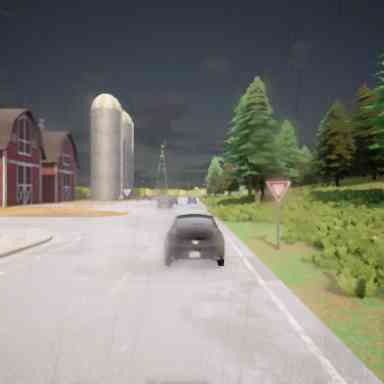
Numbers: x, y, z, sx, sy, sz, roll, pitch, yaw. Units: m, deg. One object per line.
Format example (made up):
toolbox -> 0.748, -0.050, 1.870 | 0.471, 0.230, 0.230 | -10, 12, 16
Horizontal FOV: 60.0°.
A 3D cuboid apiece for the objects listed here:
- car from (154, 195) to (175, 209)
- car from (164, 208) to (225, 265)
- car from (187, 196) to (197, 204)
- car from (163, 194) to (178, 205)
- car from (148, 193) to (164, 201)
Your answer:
car -> -3.591, 1.523, 44.513 | 1.812, 1.442, 4.674 | 0, 0, 0
car -> 0.087, 1.504, 11.652 | 1.837, 1.490, 4.892 | 0, 0, 0
car -> -0.005, 1.543, 63.971 | 2.033, 1.411, 5.357 | 0, 0, 0
car -> -3.536, 1.487, 60.207 | 2.128, 1.511, 4.902 | 0, 0, 0
car -> -9.065, 1.544, 84.451 | 4.181, 1.381, 1.994 | 0, 0, -1
